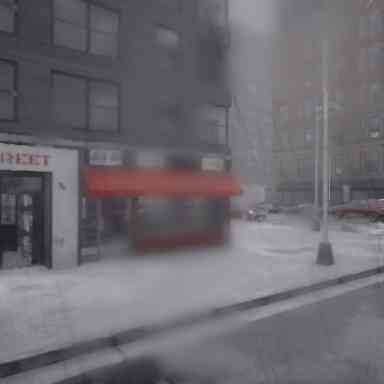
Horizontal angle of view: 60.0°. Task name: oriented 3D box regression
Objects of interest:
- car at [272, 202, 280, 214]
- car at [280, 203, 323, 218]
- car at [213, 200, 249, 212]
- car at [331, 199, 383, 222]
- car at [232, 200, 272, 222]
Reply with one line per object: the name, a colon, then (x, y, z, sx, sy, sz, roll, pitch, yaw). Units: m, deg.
car: (8.023, 1.747, 37.153, 1.947, 1.339, 4.313, 1, 0, -35)
car: (11.201, 1.768, 32.635, 1.802, 1.307, 4.206, 1, 0, -35)
car: (4.846, 1.727, 41.673, 2.008, 1.369, 4.403, 1, 0, -35)
car: (14.380, 1.505, 28.118, 2.192, 1.841, 5.009, 1, 0, -35)
car: (4.243, 1.566, 27.710, 1.967, 1.590, 4.097, 1, 0, -35)
